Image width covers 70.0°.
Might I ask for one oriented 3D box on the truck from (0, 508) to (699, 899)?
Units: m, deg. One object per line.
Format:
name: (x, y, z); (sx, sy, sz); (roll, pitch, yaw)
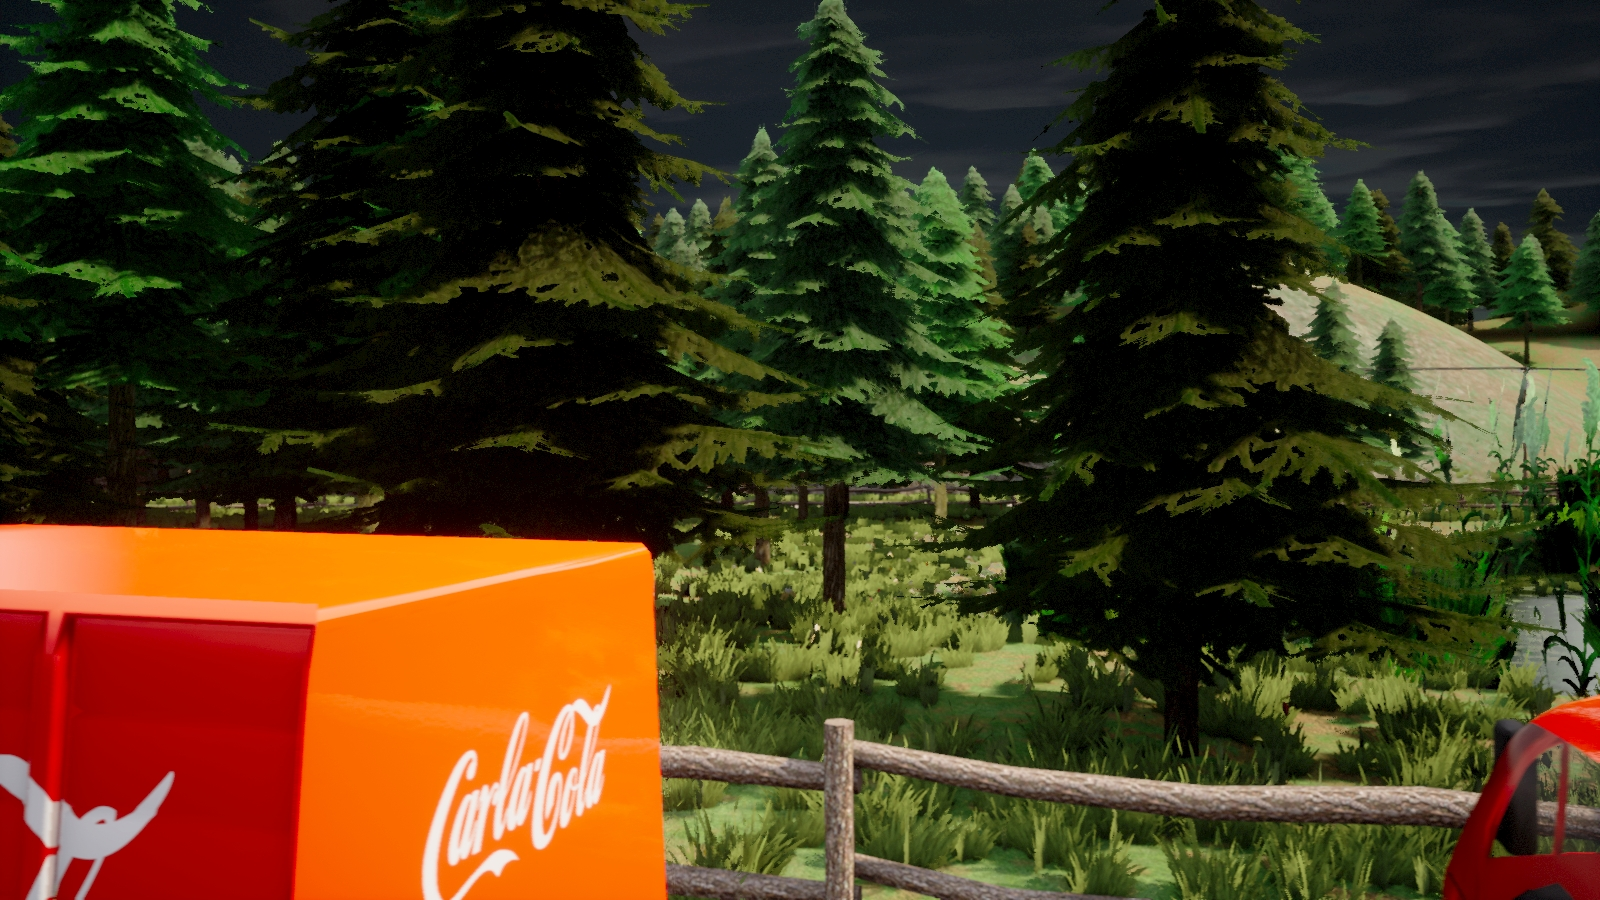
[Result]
truck: (-3.296, 1.530, 4.316); (5.204, 2.467, 2.627); (0, 0, 16)

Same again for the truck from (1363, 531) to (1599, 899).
truck: (4.142, 1.536, 2.103); (5.204, 2.467, 2.627); (0, 0, 17)
